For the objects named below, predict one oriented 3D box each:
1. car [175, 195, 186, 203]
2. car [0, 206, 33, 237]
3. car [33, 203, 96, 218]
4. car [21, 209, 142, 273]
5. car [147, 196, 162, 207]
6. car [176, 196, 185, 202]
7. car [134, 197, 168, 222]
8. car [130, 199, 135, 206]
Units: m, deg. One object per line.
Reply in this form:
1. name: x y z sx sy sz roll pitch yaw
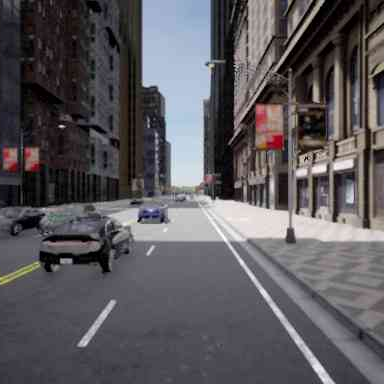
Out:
1. car: -3.268 1.987 83.754 1.895 1.301 4.718 0 0 0
2. car: -9.854 1.568 18.641 2.128 1.511 4.902 0 0 0
3. car: -6.603 1.428 18.515 2.097 1.767 4.553 0 0 0
4. car: -3.154 1.535 10.777 2.128 1.511 4.902 0 0 0
5. car: -6.552 1.611 59.144 2.097 1.767 4.553 0 0 1
6. car: -3.271 1.951 94.755 2.163 1.488 4.792 0 0 0
7. car: -3.158 1.467 27.604 2.097 1.767 4.553 0 0 0
8. car: -9.798 1.860 59.053 1.895 1.301 4.718 0 0 1
